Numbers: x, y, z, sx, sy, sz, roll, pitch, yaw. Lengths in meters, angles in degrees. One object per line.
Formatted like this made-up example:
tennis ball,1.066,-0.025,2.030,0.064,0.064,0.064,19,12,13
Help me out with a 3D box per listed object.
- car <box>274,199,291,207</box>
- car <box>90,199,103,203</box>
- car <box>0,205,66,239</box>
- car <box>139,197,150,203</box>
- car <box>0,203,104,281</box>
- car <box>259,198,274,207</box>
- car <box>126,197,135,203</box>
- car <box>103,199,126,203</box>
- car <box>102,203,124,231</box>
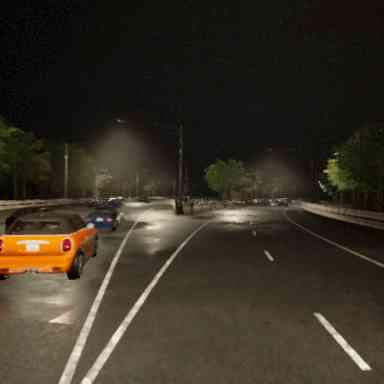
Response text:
car,18.900,2.388,69.236,1.895,1.301,4.718,0,-1,21
car,-15.015,1.855,53.085,1.994,1.385,4.181,1,0,-2
car,-8.726,1.573,18.747,1.837,1.490,4.892,1,-1,-7
car,-11.876,1.935,83.430,2.097,1.767,4.553,1,-1,2
car,-4.180,1.392,10.223,2.097,1.767,4.553,1,0,-8
car,15.181,2.284,69.326,2.128,1.511,4.902,0,-1,21
car,-15.388,2.060,82.842,1.812,1.442,4.674,1,-1,2
car,-11.307,1.826,48.992,1.812,1.442,4.674,1,-1,-3
car,-5.650,1.678,21.689,2.033,1.411,5.357,1,-1,-6
